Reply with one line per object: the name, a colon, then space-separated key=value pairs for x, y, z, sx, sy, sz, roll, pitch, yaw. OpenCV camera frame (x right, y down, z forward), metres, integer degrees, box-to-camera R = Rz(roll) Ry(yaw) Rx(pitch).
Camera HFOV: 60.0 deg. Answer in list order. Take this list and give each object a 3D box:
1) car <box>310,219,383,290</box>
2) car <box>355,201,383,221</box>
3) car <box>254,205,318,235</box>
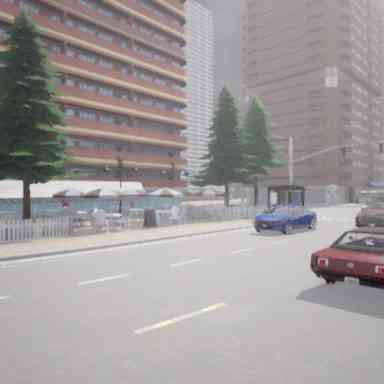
car: x=5.000 y=1.611 z=8.678 sx=4.718 sy=1.301 sz=1.895 roll=0 pitch=0 yaw=-45
car: x=12.093 y=1.371 z=21.145 sx=2.097 sy=1.767 sz=4.553 roll=-1 pitch=0 yaw=44
car: x=5.589 y=1.535 z=19.487 sx=1.882 sy=1.535 sz=5.008 roll=-1 pitch=-1 yaw=44
